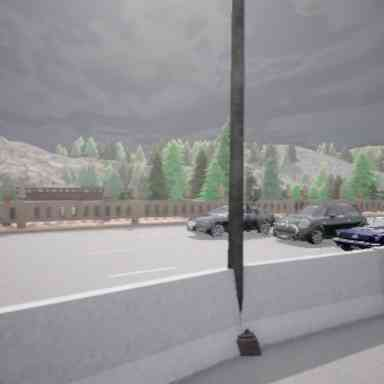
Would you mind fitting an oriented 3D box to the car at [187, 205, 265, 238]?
[{"bbox_3d":[2.102,1.449,17.274,4.902,1.511,2.128,0,0,-28],"label":"car"}]

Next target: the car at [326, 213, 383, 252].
[{"bbox_3d":[7.488,1.586,12.276,4.718,1.301,1.895,0,0,-27],"label":"car"}]

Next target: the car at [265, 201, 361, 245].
[{"bbox_3d":[5.959,1.327,15.333,4.553,1.767,2.097,0,0,-27],"label":"car"}]
